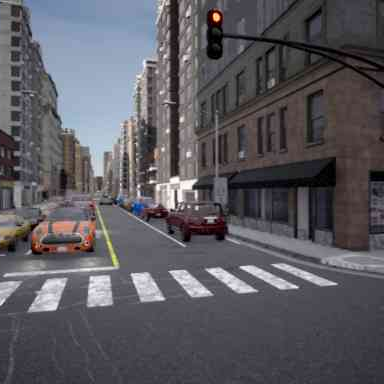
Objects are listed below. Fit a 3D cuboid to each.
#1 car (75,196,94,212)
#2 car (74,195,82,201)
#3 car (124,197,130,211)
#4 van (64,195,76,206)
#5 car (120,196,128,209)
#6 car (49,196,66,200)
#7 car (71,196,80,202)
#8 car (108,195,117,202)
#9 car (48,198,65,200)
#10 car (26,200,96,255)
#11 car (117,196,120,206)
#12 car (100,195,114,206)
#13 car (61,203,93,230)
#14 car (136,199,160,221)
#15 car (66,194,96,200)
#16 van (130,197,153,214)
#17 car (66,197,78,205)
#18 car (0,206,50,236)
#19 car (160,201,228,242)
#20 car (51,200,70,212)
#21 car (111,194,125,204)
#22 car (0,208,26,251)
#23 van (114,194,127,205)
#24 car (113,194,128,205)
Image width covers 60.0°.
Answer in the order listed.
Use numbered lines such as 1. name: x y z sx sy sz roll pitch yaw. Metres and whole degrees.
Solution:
1. car: -13.265 1.411 41.315 2.097 1.767 4.553 0 0 -16
2. car: -30.899 1.587 89.969 1.967 1.590 4.097 0 0 -17
3. car: -6.412 1.625 38.268 1.802 1.307 4.206 0 0 -17
4. van: -21.107 1.415 57.487 1.690 1.788 3.998 0 0 -17
5. car: -8.093 1.573 43.848 1.752 1.417 4.829 0 0 -17
6. car: -14.581 1.377 35.829 2.192 1.841 5.009 0 0 -17
7. car: -27.635 1.694 79.139 1.802 1.307 4.206 0 0 -17
8. car: -19.471 1.534 81.592 1.967 1.590 4.097 0 0 -17
9. car: -12.900 1.583 30.251 1.752 1.417 4.829 0 0 -17
10. car: -5.067 1.387 13.642 2.097 1.767 4.553 0 0 -15
11. car: -9.677 1.632 49.101 1.802 1.307 4.206 0 0 -17
12. car: -14.861 1.625 57.400 1.994 1.385 4.181 0 0 -17
13. car: -7.653 1.549 22.436 1.837 1.490 4.892 0 0 -17
14. car: -3.148 1.580 27.436 1.887 1.381 4.507 0 0 -17
15. car: -10.469 1.274 31.882 2.150 2.045 5.566 0 0 -16
16. van: -4.780 1.380 32.853 1.690 1.788 3.998 0 0 -17
17. car: -22.739 1.621 62.901 1.887 1.381 4.507 0 0 -17
18. car: -9.686 1.614 19.585 1.947 1.339 4.313 0 0 -17
19. car: 0.117 1.339 16.605 2.192 1.841 5.009 0 0 -17
20. car: -16.213 1.647 41.243 1.802 1.307 4.206 0 0 -17
21. car: -14.574 1.373 65.349 2.192 1.841 5.009 0 0 -17
22. car: -8.005 1.568 14.008 1.752 1.417 4.829 0 0 -17
23. van: -11.308 1.394 54.516 1.690 1.788 3.998 0 0 -17
24. car: -12.941 1.371 59.933 2.192 1.841 5.009 0 0 -17
